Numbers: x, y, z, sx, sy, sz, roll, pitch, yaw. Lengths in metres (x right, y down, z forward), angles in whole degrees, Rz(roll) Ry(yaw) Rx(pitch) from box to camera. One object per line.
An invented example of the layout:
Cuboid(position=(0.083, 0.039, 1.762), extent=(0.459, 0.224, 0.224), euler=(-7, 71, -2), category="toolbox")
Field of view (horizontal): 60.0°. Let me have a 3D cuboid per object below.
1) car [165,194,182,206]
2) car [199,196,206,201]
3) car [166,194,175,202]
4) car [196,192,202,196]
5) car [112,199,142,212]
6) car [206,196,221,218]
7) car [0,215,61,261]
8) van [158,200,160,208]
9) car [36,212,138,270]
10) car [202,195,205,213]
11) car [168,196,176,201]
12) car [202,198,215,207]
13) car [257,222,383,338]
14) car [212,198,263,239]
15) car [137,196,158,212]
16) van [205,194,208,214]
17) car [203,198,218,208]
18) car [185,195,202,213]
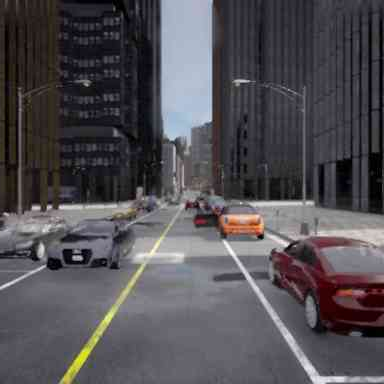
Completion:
Cuboid(position=(-2.989, 1.633, 56.333), extent=(1.882, 1.535, 5.008), euler=(0, 0, 0), category="car")
Cuboid(position=(2.776, 1.812, 89.124), extent=(1.947, 1.339, 4.313), euler=(0, 0, 0), category="car")
Cuboid(position=(-5.750, 1.560, 89.135), extent=(2.192, 1.841, 5.009), euler=(0, 0, 0), category="car")
Cuboid(position=(2.774, 1.541, 83.481), extent=(2.192, 1.841, 5.009), euler=(0, 0, 0), category="car")
Cuboid(position=(-5.765, 1.594, 28.658), extent=(1.752, 1.417, 4.829), euler=(0, 0, 0), category="car")
Cuboid(position=(2.770, 1.523, 34.338), extent=(1.967, 1.590, 4.097), euler=(0, 0, 0), category="car")
Cuboid(position=(-5.771, 1.580, 12.253), extent=(2.008, 1.369, 4.403), euler=(0, 0, 0), category="car")
Cuboid(position=(-5.760, 1.451, 45.403), extent=(1.690, 1.788, 3.998), euler=(0, 0, 0), category="van")
Cuboid(position=(-3.097, 1.590, 10.964), extent=(1.994, 1.385, 4.181), euler=(0, 0, 0), category="car")
Cuboid(position=(2.770, 1.426, 45.389), extent=(2.192, 1.841, 5.009), euler=(0, 0, 0), category="car")
Cuboid(position=(-5.748, 1.832, 94.777), extent=(1.947, 1.339, 4.313), euler=(0, 0, 0), category="car")
Cuboid(position=(2.770, 1.685, 56.439), extent=(1.887, 1.381, 4.507), euler=(0, 0, 0), category="car")
Cuboid(position=(2.772, 1.561, 6.711), extent=(1.887, 1.381, 4.507), euler=(0, 0, 0), category="car")
Cuboid(position=(2.392, 1.395, 17.674), extent=(2.097, 1.767, 4.553), euler=(0, 0, 0), category="car")
Cuboid(position=(-5.762, 1.411, 39.878), extent=(2.192, 1.841, 5.009), euler=(0, 0, 0), category="car")
Cuboid(position=(2.770, 1.438, 39.863), extent=(1.690, 1.788, 3.998), euler=(0, 0, 0), category="van")
Cuboid(position=(2.770, 1.676, 50.914), extent=(2.008, 1.369, 4.403), euler=(0, 0, 0), category="car")
Cuboid(position=(0.075, 1.586, 44.530), extent=(1.882, 1.535, 5.008), euler=(0, 0, 0), category="car")
